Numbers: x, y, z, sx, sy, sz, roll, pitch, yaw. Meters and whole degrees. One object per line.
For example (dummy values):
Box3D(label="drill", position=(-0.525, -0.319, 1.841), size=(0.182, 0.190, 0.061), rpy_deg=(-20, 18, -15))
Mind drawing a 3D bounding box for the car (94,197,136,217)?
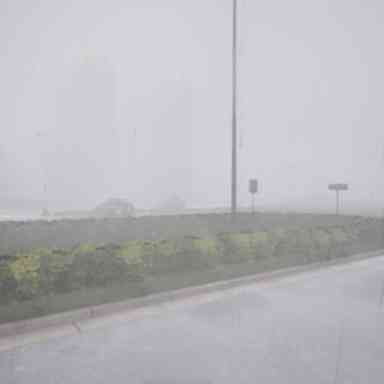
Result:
Box3D(label="car", position=(-6.295, 1.363, 26.979), size=(1.932, 1.855, 4.605), rpy_deg=(0, 0, -36))

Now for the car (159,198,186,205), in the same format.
Box3D(label="car", position=(-2.710, 1.605, 45.933), size=(2.242, 1.667, 4.611), rpy_deg=(0, 0, -36))

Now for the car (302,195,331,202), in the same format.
Box3D(label="car", position=(23.967, 1.515, 64.274), size=(2.150, 2.045, 5.566), rpy_deg=(0, -1, -35))
